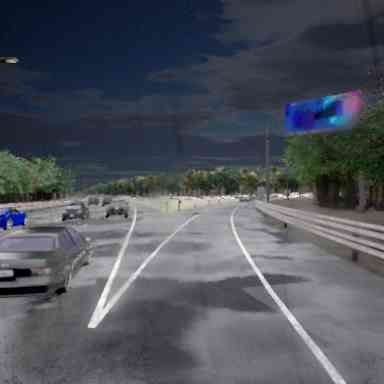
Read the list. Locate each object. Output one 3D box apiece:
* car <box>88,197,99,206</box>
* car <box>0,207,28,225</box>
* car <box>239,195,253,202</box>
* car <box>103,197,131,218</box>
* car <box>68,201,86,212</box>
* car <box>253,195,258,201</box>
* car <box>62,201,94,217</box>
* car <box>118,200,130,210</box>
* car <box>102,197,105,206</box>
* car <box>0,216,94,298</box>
[{"bbox_3d":[-22.708,2.157,76.923,2.150,2.045,5.566,0,-1,-12],"label":"car"},{"bbox_3d":[-12.784,1.730,22.528,1.882,1.535,5.008,0,-1,-8],"label":"car"},{"bbox_3d":[12.104,1.667,76.395,1.994,1.385,4.181,0,0,21],"label":"car"},{"bbox_3d":[-7.610,1.664,34.307,2.097,1.767,4.553,0,-1,-9],"label":"car"},{"bbox_3d":[-17.252,2.069,50.059,1.837,1.490,4.892,0,-1,-10],"label":"car"},{"bbox_3d":[15.329,1.480,84.272,2.128,1.511,4.902,0,0,27],"label":"car"},{"bbox_3d":[-10.344,1.821,29.890,1.812,1.442,4.674,0,-1,-9],"label":"car"},{"bbox_3d":[-10.978,2.052,53.906,1.837,1.490,4.892,0,-1,-10],"label":"car"},{"bbox_3d":[-17.769,2.026,70.460,2.150,2.045,5.566,0,-1,-12],"label":"car"},{"bbox_3d":[-3.909,1.624,8.854,2.033,1.411,5.357,0,0,-8],"label":"car"}]
